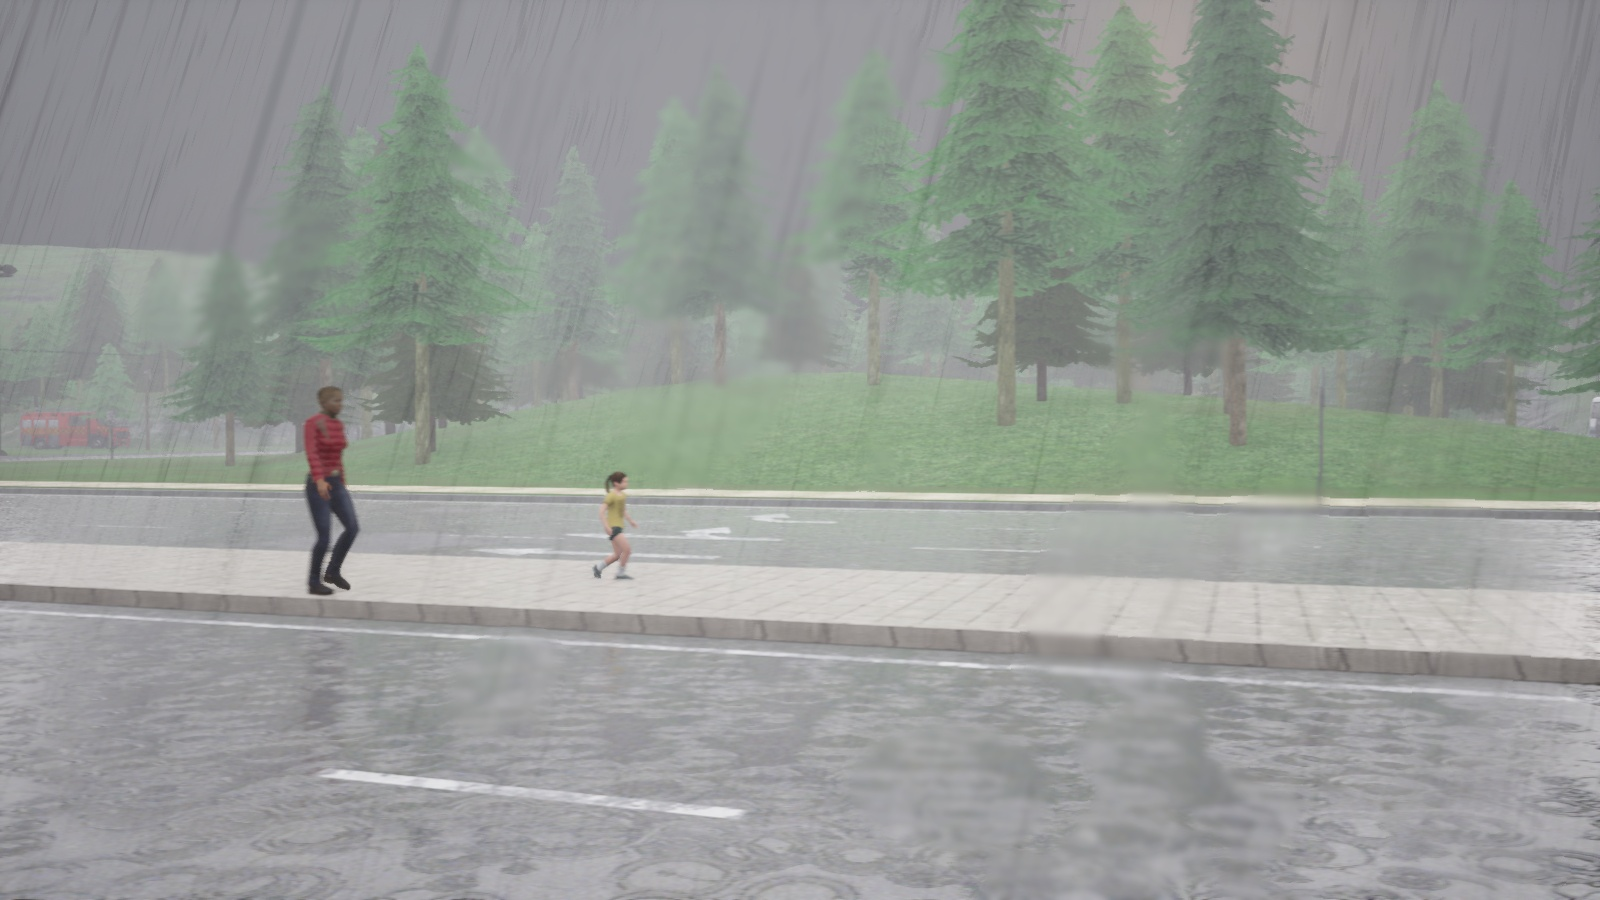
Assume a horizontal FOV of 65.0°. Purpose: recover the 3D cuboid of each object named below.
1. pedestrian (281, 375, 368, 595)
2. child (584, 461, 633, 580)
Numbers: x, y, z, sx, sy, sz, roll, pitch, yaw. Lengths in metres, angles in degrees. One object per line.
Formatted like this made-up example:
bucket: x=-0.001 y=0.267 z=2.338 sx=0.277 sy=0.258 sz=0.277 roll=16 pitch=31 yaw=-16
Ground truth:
pedestrian: x=-4.088 y=0.294 z=10.802 sx=0.636 sy=1.846 sz=0.331 roll=1 pitch=1 yaw=21
child: x=-1.827 y=0.665 z=11.994 sx=0.394 sy=1.110 sz=0.255 roll=0 pitch=1 yaw=13
